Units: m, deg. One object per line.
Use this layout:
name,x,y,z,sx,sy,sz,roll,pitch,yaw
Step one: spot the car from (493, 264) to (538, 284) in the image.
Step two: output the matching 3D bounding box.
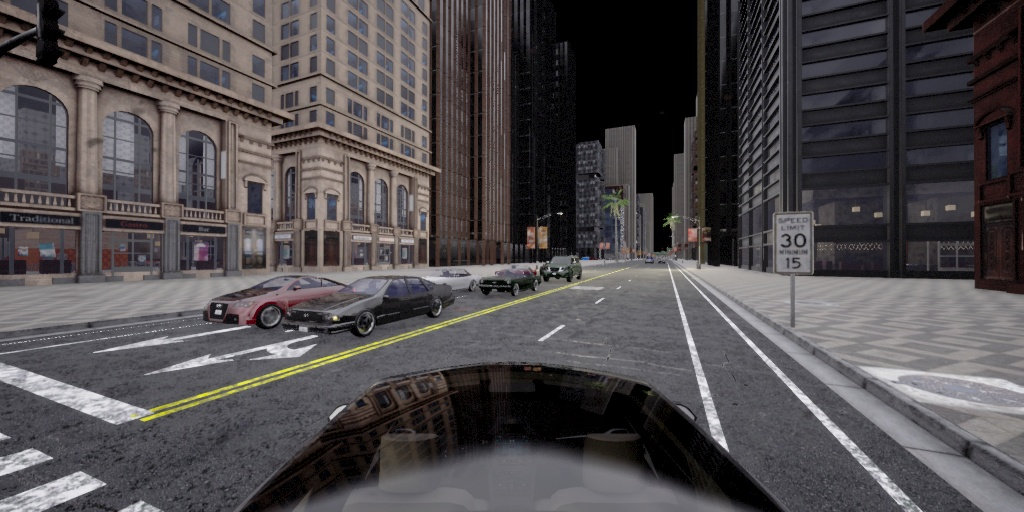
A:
car,0.359,1.364,28.577,1.895,1.301,4.718,0,0,23

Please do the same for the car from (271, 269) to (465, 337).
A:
car,-3.771,1.299,10.725,2.033,1.411,5.357,0,0,23

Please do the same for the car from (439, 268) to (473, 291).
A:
car,-3.574,1.357,19.425,1.895,1.301,4.718,0,0,23

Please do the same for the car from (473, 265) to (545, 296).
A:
car,0.012,1.357,19.536,1.895,1.301,4.718,0,0,23

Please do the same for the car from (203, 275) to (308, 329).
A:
car,-7.026,1.316,11.372,1.994,1.385,4.181,0,0,23

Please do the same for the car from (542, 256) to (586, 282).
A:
car,4.237,0.986,29.363,2.150,2.045,5.566,0,0,23

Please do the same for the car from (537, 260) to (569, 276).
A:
car,4.420,1.250,37.941,1.882,1.535,5.008,0,0,24
